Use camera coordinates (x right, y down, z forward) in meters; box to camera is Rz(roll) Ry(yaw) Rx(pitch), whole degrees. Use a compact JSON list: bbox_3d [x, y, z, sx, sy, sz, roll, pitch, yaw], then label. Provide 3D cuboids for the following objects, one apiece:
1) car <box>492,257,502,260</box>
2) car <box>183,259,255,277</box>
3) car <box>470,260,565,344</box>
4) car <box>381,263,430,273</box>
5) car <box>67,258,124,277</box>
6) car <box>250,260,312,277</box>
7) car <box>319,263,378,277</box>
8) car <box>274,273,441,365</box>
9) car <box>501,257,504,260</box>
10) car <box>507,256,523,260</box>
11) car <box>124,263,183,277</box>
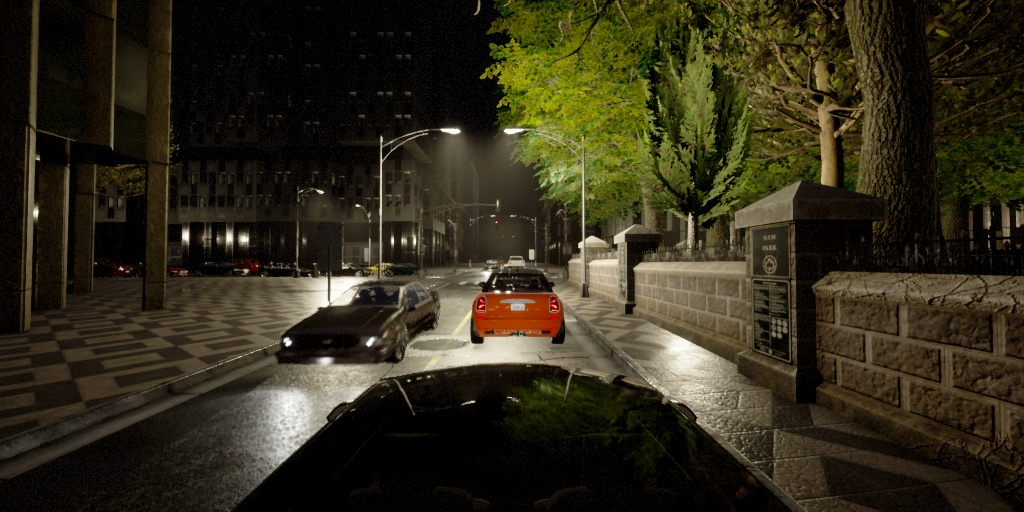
[{"bbox_3d":[-2.877,1.326,50.823,2.128,1.511,4.902,0,0,0],"label":"car"},{"bbox_3d":[-27.894,1.284,34.348,4.902,1.511,2.128,0,-1,1],"label":"car"},{"bbox_3d":[0.129,1.107,9.759,2.097,1.767,4.553,0,0,0],"label":"car"},{"bbox_3d":[-10.005,1.334,34.164,4.181,1.385,1.994,0,-1,0],"label":"car"},{"bbox_3d":[-36.560,1.062,31.755,5.009,1.841,2.192,0,0,1],"label":"car"},{"bbox_3d":[-20.021,1.290,31.590,4.313,1.339,1.948,0,0,1],"label":"car"},{"bbox_3d":[-14.508,1.268,31.535,4.403,1.370,2.007,0,0,1],"label":"car"},{"bbox_3d":[-2.974,1.302,8.379,2.033,1.411,5.357,0,0,0],"label":"car"},{"bbox_3d":[-2.814,1.370,61.197,1.837,1.490,4.892,0,0,1],"label":"car"},{"bbox_3d":[0.519,1.052,49.357,2.150,2.045,5.566,0,0,-2],"label":"car"},{"bbox_3d":[-31.047,1.321,31.700,4.207,1.307,1.802,0,0,1],"label":"car"}]
